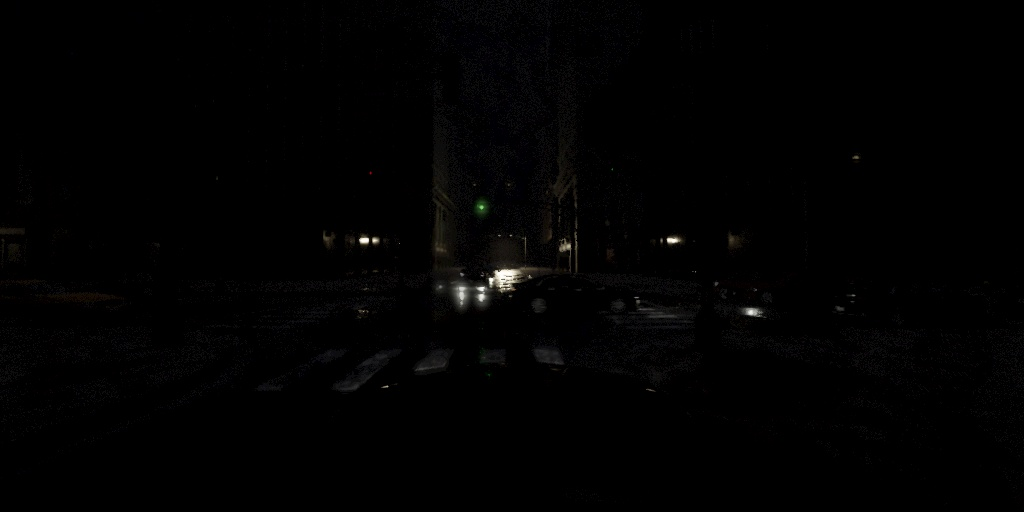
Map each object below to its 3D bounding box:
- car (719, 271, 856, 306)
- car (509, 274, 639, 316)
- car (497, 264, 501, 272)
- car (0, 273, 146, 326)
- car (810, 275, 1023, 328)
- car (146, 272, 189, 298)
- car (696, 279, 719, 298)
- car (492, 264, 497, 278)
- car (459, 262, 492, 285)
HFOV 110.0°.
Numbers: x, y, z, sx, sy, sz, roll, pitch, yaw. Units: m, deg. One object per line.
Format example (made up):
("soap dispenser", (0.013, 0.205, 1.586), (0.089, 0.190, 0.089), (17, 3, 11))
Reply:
("car", (12.985, 1.501, 16.948), (5.008, 1.535, 1.882), (0, -2, 0))
("car", (2.354, 1.438, 13.792), (4.892, 1.490, 1.837), (0, -1, 0))
("car", (-3.070, 2.078, 63.063), (1.812, 1.442, 4.674), (0, -1, 1))
("car", (-14.596, 1.300, 10.959), (4.829, 1.417, 1.751), (0, 0, 0))
("car", (12.323, 1.407, 11.065), (4.403, 1.370, 2.007), (0, 0, 0))
("car", (-20.171, 1.552, 19.458), (4.403, 1.370, 2.007), (0, 0, 0))
("car", (12.319, 1.535, 19.587), (4.097, 1.591, 1.967), (0, 0, 0))
("car", (-3.123, 1.765, 42.998), (1.882, 1.535, 5.008), (0, 0, 0))
("car", (-3.116, 1.472, 30.055), (2.097, 1.767, 4.553), (0, -1, 0))
